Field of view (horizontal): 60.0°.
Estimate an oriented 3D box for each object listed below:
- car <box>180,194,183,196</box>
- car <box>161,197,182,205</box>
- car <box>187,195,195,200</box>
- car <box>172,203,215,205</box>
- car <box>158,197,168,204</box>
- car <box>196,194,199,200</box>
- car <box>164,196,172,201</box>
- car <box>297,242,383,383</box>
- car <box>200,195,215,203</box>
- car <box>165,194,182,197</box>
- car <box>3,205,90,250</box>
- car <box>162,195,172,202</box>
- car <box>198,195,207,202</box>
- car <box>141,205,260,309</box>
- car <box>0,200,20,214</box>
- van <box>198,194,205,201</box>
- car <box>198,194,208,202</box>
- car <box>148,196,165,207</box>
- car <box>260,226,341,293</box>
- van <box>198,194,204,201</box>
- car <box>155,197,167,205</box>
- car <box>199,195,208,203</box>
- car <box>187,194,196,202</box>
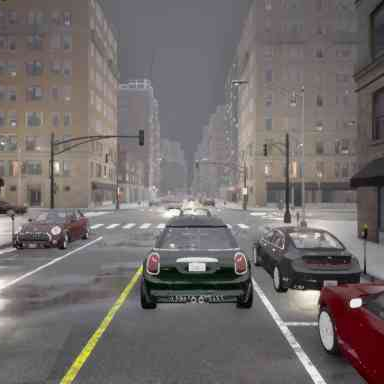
[{"bbox_3d":[-3.110,1.437,69.550,2.097,1.767,4.553,0,0,0],"label":"car"},{"bbox_3d":[-2.292,1.627,40.287,1.895,1.301,4.718,0,0,-10],"label":"car"},{"bbox_3d":[-0.249,1.543,90.051,1.994,1.385,4.181,0,0,0],"label":"car"},{"bbox_3d":[0.139,1.497,15.345,2.128,1.511,4.902,0,0,0],"label":"car"},{"bbox_3d":[-5.960,1.665,69.041,1.802,1.307,4.206,0,0,0],"label":"car"},{"bbox_3d":[2.566,1.399,69.094,2.192,1.841,5.009,0,0,0],"label":"car"},{"bbox_3d":[-6.073,1.721,85.565,1.802,1.307,4.206,0,0,0],"label":"car"},{"bbox_3d":[2.684,1.545,3.154,1.887,1.381,4.507,0,0,0],"label":"car"},{"bbox_3d":[2.679,1.590,52.572,1.887,1.381,4.507,0,0,0],"label":"car"},{"bbox_3d":[-3.095,1.553,53.922,1.837,1.490,4.892,0,0,0],"label":"car"},{"bbox_3d":[-5.813,1.445,14.156,1.967,1.590,4.097,0,0,0],"label":"car"},{"bbox_3d":[-6.035,1.559,80.058,1.967,1.590,4.097,0,0,0],"label":"car"},{"bbox_3d":[2.491,1.560,80.107,1.967,1.590,4.097,0,0,0],"label":"car"},{"bbox_3d":[0.069,1.355,8.043,2.097,1.767,4.553,0,0,-1],"label":"car"},{"bbox_3d":[-17.594,1.403,30.197,5.008,1.535,1.882,0,0,-2],"label":"car"},{"bbox_3d":[2.453,1.481,85.615,1.690,1.788,3.998,0,0,0],"label":"van"},{"bbox_3d":[2.602,1.595,63.756,1.752,1.417,4.829,0,0,0],"label":"car"},{"bbox_3d":[-5.847,1.595,52.517,2.008,1.369,4.403,0,0,0],"label":"car"},{"bbox_3d":[2.698,1.553,8.645,2.008,1.369,4.403,0,0,0],"label":"car"},{"bbox_3d":[2.415,1.504,91.122,1.690,1.788,3.998,0,0,0],"label":"van"},{"bbox_3d":[-5.922,1.613,63.533,1.887,1.381,4.507,0,0,0],"label":"car"},{"bbox_3d":[2.528,1.541,74.601,1.967,1.590,4.097,0,0,0],"label":"car"},{"bbox_3d":[-0.181,1.707,80.076,1.895,1.301,4.718,0,0,0],"label":"car"}]
